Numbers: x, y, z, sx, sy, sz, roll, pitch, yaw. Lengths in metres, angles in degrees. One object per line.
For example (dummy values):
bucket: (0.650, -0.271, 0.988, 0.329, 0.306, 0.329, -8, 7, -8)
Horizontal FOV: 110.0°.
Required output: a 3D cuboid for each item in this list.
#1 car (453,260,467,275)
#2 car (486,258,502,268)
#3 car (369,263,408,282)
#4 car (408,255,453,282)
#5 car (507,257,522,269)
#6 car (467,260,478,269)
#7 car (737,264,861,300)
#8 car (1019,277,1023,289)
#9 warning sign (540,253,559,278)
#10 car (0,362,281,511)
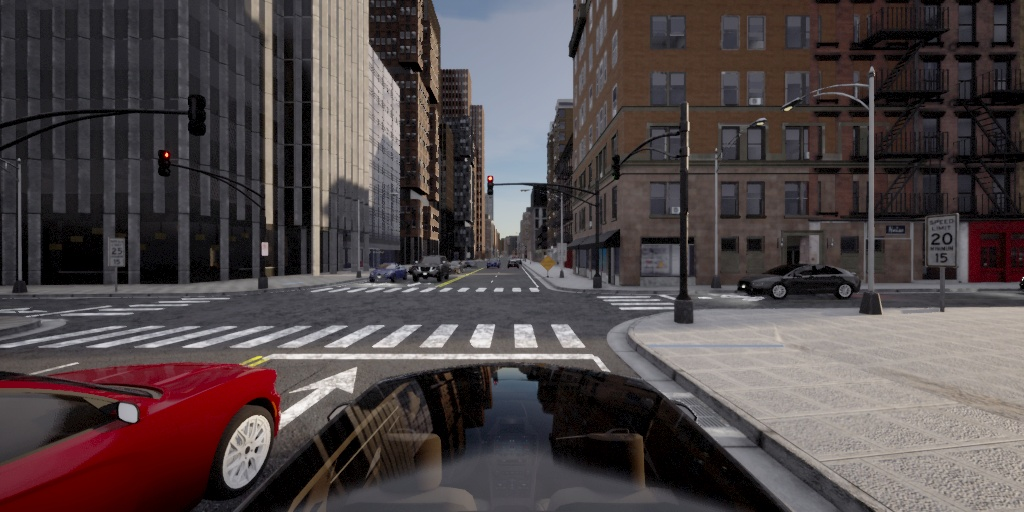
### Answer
car: (-6.505, 1.261, 39.578, 1.837, 1.490, 4.892, 0, 0, 0)
car: (-3.050, 1.118, 59.502, 2.097, 1.767, 4.553, 0, 0, 1)
car: (-9.784, 1.278, 28.743, 1.812, 1.442, 4.674, 0, 0, 0)
car: (-6.546, 0.975, 29.497, 2.150, 2.045, 5.566, 0, 0, -1)
car: (0.193, 1.271, 58.753, 1.837, 1.490, 4.892, 0, 0, 0)
car: (-6.435, 1.327, 55.165, 1.994, 1.385, 4.181, 0, 0, 0)
car: (12.908, 1.116, 16.281, 4.892, 1.490, 1.837, 0, 0, -1)
car: (26.188, 1.020, 16.175, 4.892, 1.490, 1.837, -1, 0, 0)
warning sign: (2.917, 0.868, 29.148, 1.300, 1.860, 1.060, 0, 0, 0)
car: (-3.153, 1.228, 1.429, 1.882, 1.535, 5.008, 0, 0, 0)
